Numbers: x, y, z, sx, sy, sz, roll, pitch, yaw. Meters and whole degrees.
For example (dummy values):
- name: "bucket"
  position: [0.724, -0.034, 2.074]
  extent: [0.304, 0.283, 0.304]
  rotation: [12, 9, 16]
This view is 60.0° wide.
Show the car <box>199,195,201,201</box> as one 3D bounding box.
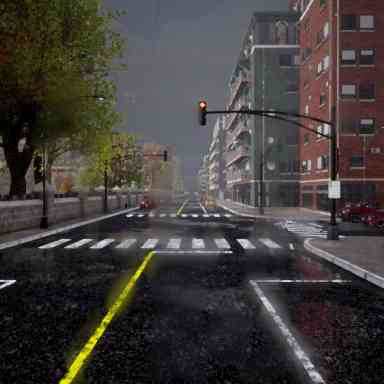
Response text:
- name: "car"
  position: [2.758, 1.572, 60.475]
  extent: [2.008, 1.369, 4.403]
  rotation: [0, 0, 0]

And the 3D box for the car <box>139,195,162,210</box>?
- name: "car"
  position: [-5.642, 1.324, 43.878]
  extent: [2.192, 1.841, 5.009]
  rotation: [0, 0, 0]

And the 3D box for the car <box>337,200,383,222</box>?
- name: "car"
  position: [14.648, 1.591, 27.282]
  extent: [5.009, 1.841, 2.192]
  rotation: [1, -1, 0]

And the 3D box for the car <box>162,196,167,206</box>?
- name: "car"
  position: [-5.629, 1.457, 54.948]
  extent: [1.967, 1.590, 4.097]
  rotation: [0, 0, 0]

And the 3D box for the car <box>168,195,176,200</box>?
- name: "car"
  position: [-5.585, 1.579, 93.524]
  extent: [1.752, 1.417, 4.829]
  rotation: [0, 0, 0]

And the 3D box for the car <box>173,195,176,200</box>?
- name: "car"
  position: [-5.597, 1.623, 82.624]
  extent: [1.802, 1.307, 4.206]
  rotation: [0, 0, 0]

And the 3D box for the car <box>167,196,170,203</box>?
- name: "car"
  position: [-5.623, 1.566, 60.483]
  extent: [1.887, 1.381, 4.507]
  rotation: [0, 0, 0]

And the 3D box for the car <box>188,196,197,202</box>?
- name: "car"
  position: [0.094, 1.591, 79.593]
  extent: [1.994, 1.385, 4.181]
  rotation: [0, 0, 0]

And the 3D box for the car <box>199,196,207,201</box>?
- name: "car"
  position: [2.783, 1.586, 82.615]
  extent: [1.887, 1.381, 4.507]
  rotation: [0, 0, 0]

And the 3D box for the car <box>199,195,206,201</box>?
- name: "car"
  position: [2.789, 1.592, 88.150]
  extent: [1.887, 1.381, 4.507]
  rotation: [0, 0, 0]

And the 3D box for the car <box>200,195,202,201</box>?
- name: "car"
  position: [2.752, 1.562, 54.939]
  extent: [1.887, 1.381, 4.507]
  rotation: [0, 0, 0]

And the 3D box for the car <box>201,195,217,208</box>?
- name: "car"
  position: [2.746, 1.538, 49.574]
  extent: [1.752, 1.417, 4.829]
  rotation: [0, 0, 0]

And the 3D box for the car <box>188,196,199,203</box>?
- name: "car"
  position: [0.084, 1.576, 69.182]
  extent: [2.033, 1.411, 5.357]
  rotation: [0, 0, 0]

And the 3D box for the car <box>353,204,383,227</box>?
- name: "car"
  position: [14.693, 1.851, 24.677]
  extent: [4.181, 1.385, 1.994]
  rotation: [1, 0, 0]

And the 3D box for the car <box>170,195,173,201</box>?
- name: "car"
  position: [-5.610, 1.613, 71.553]
  extent: [1.802, 1.307, 4.206]
  rotation: [0, 0, 0]
